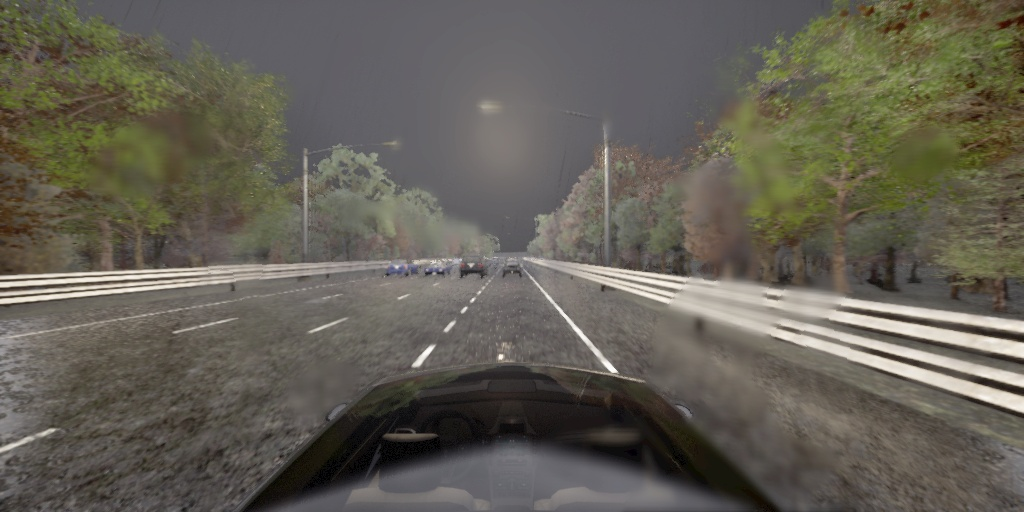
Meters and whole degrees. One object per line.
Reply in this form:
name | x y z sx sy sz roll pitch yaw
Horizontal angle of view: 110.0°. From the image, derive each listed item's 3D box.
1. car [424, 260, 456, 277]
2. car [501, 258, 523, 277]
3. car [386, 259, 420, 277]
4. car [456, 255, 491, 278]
car | -6.979 1.302 34.446 1.895 1.301 4.718 0 0 0
car | 0.030 1.207 35.003 1.837 1.490 4.892 0 0 1
car | -10.474 1.051 34.769 2.097 1.767 4.553 0 0 0
car | -3.487 0.928 33.306 2.150 2.045 5.566 0 1 0
